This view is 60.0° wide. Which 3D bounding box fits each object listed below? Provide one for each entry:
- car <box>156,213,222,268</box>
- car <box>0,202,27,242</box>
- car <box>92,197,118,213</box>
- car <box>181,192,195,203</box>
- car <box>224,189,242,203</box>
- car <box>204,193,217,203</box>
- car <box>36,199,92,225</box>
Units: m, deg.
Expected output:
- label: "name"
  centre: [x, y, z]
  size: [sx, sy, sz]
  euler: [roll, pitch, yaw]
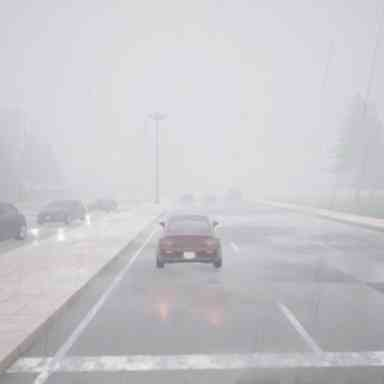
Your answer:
- label: "car"
  centre: [-0.099, 1.389, 10.643]
  size: [1.812, 1.442, 4.674]
  euler: [0, 1, -1]
- label: "car"
  centre: [-8.223, 1.191, 12.606]
  size: [2.097, 1.767, 4.553]
  euler: [0, 1, -1]
- label: "car"
  centre: [-8.408, 1.199, 31.586]
  size: [1.895, 1.301, 4.718]
  euler: [0, 1, 0]
- label: "car"
  centre: [-0.643, 0.847, 51.684]
  size: [1.837, 1.490, 4.892]
  euler: [0, 1, -1]
- label: "car"
  centre: [6.356, 0.562, 51.734]
  size: [2.150, 2.045, 5.566]
  euler: [0, 1, -1]
- label: "car"
  centre: [2.856, 0.867, 51.738]
  size: [1.812, 1.442, 4.674]
  euler: [0, 1, -1]
- label: "car"
  centre: [-8.331, 1.229, 21.642]
  size: [1.837, 1.490, 4.892]
  euler: [0, 1, 0]
